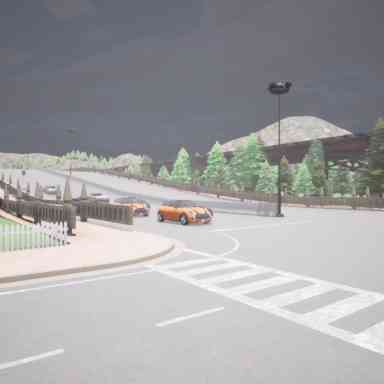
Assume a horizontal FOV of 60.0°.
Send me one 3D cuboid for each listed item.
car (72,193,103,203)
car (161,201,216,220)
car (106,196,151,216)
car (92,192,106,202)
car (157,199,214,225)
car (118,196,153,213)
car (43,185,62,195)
[{"bbox_3d":[-12.845,1.126,40.199,1.895,1.301,4.718,0,4,-37],"label":"car"},{"bbox_3d":[-0.429,1.538,29.618,2.033,1.411,5.357,0,0,-37],"label":"car"},{"bbox_3d":[-5.815,1.322,30.920,2.097,1.767,4.553,0,1,-37],"label":"car"},{"bbox_3d":[-13.059,0.758,46.317,1.895,1.301,4.718,0,5,-36],"label":"car"},{"bbox_3d":[-0.606,1.351,24.069,2.097,1.767,4.553,0,0,-37],"label":"car"},{"bbox_3d":[-6.445,1.329,37.540,1.837,1.490,4.892,0,2,-37],"label":"car"},{"bbox_3d":[-22.048,-0.343,52.570,1.895,1.301,4.718,0,7,-37],"label":"car"}]
